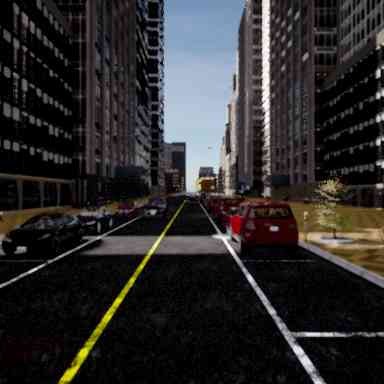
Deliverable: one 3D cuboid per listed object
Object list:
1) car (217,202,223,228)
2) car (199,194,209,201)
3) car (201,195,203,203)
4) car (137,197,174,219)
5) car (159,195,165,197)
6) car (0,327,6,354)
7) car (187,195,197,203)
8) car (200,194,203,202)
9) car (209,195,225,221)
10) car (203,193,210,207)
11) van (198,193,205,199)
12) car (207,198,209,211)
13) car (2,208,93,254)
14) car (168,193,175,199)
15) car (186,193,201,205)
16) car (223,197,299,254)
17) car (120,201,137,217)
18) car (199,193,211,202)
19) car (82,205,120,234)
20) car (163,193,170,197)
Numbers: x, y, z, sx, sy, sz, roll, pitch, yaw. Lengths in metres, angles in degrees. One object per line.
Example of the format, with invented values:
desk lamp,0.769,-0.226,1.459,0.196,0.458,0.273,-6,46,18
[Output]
car,2.684,1.493,18.830,1.887,1.381,4.507,0,0,0
car,2.655,1.229,74.223,1.967,1.590,4.097,0,0,0
car,2.670,1.420,46.527,2.008,1.369,4.403,0,0,0
car,-3.027,1.413,28.520,2.128,1.511,4.902,0,0,0
car,-5.714,1.436,52.062,1.802,1.307,4.206,0,0,0
car,-3.091,1.543,1.501,2.033,1.411,5.357,0,0,0
car,-0.034,1.312,65.254,1.837,1.490,4.892,0,0,0
car,2.667,1.379,52.236,1.752,1.417,4.829,0,0,0
car,2.682,1.248,24.370,2.192,1.841,5.009,0,0,0
car,2.677,1.216,35.448,2.192,1.841,5.009,0,0,0
van,2.646,1.081,90.840,1.690,1.788,3.998,0,0,0
car,2.679,1.483,29.910,1.947,1.339,4.313,0,0,0
car,-5.693,1.529,13.286,1.947,1.339,4.313,0,0,0
car,-5.728,1.088,79.757,2.192,1.841,5.009,0,0,0
car,-0.029,1.337,54.832,2.128,1.511,4.902,0,0,0
car,2.688,1.279,13.290,2.192,1.841,5.009,0,0,0
car,-5.702,1.499,29.904,1.802,1.307,4.206,0,0,0
car,2.659,1.121,68.683,2.192,1.841,5.009,0,0,0
car,-5.696,1.499,18.825,2.008,1.369,4.403,0,0,0
car,-5.720,1.404,63.140,1.802,1.307,4.206,0,0,0
